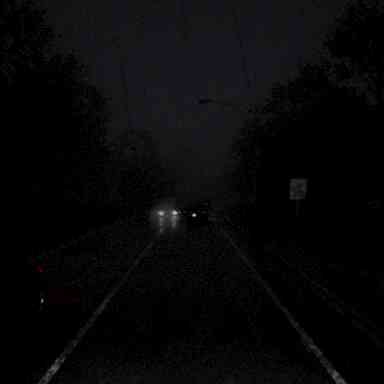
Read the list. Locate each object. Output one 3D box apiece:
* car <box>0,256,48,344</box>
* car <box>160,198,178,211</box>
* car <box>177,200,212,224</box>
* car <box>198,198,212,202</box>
[{"bbox_3d":[-3.589,1.553,4.307,1.994,1.385,4.181,0,0,0],"label":"car"},{"bbox_3d":[-2.530,1.427,39.374,1.812,1.442,4.674,0,0,7],"label":"car"},{"bbox_3d":[0.191,1.514,24.414,1.994,1.385,4.181,0,0,1],"label":"car"},{"bbox_3d":[1.502,1.483,42.171,2.033,1.411,5.357,1,0,8],"label":"car"}]
